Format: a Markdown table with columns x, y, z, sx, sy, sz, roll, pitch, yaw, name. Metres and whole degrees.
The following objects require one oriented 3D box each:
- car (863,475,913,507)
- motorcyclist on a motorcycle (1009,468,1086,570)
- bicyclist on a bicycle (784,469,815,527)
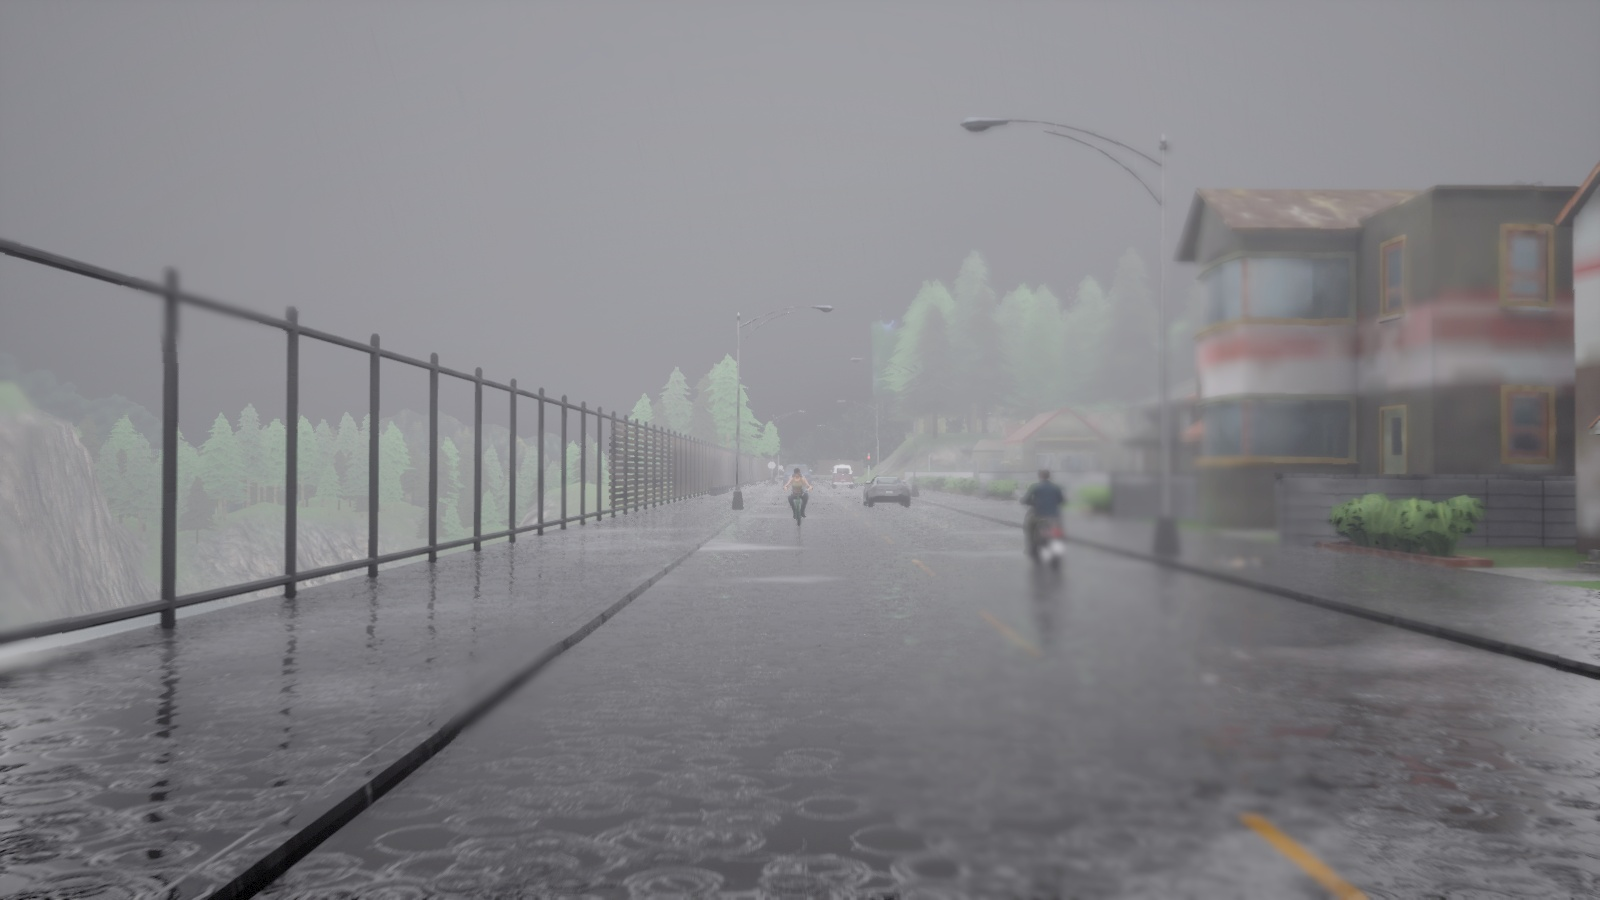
| x | y | z | sx | sy | sz | roll | pitch | yaw | name |
| --- | --- | --- | --- | --- | --- | --- | --- | --- | --- |
| 3.955 | 1.817 | 57.047 | 1.994 | 1.385 | 4.181 | 0 | -1 | 0 | car |
| 4.016 | 1.095 | 20.524 | 0.866 | 1.590 | 1.817 | 0 | -1 | -1 | motorcyclist on a motorcycle |
| -0.017 | 1.354 | 36.046 | 0.866 | 1.612 | 1.509 | 0 | -1 | 0 | bicyclist on a bicycle |
